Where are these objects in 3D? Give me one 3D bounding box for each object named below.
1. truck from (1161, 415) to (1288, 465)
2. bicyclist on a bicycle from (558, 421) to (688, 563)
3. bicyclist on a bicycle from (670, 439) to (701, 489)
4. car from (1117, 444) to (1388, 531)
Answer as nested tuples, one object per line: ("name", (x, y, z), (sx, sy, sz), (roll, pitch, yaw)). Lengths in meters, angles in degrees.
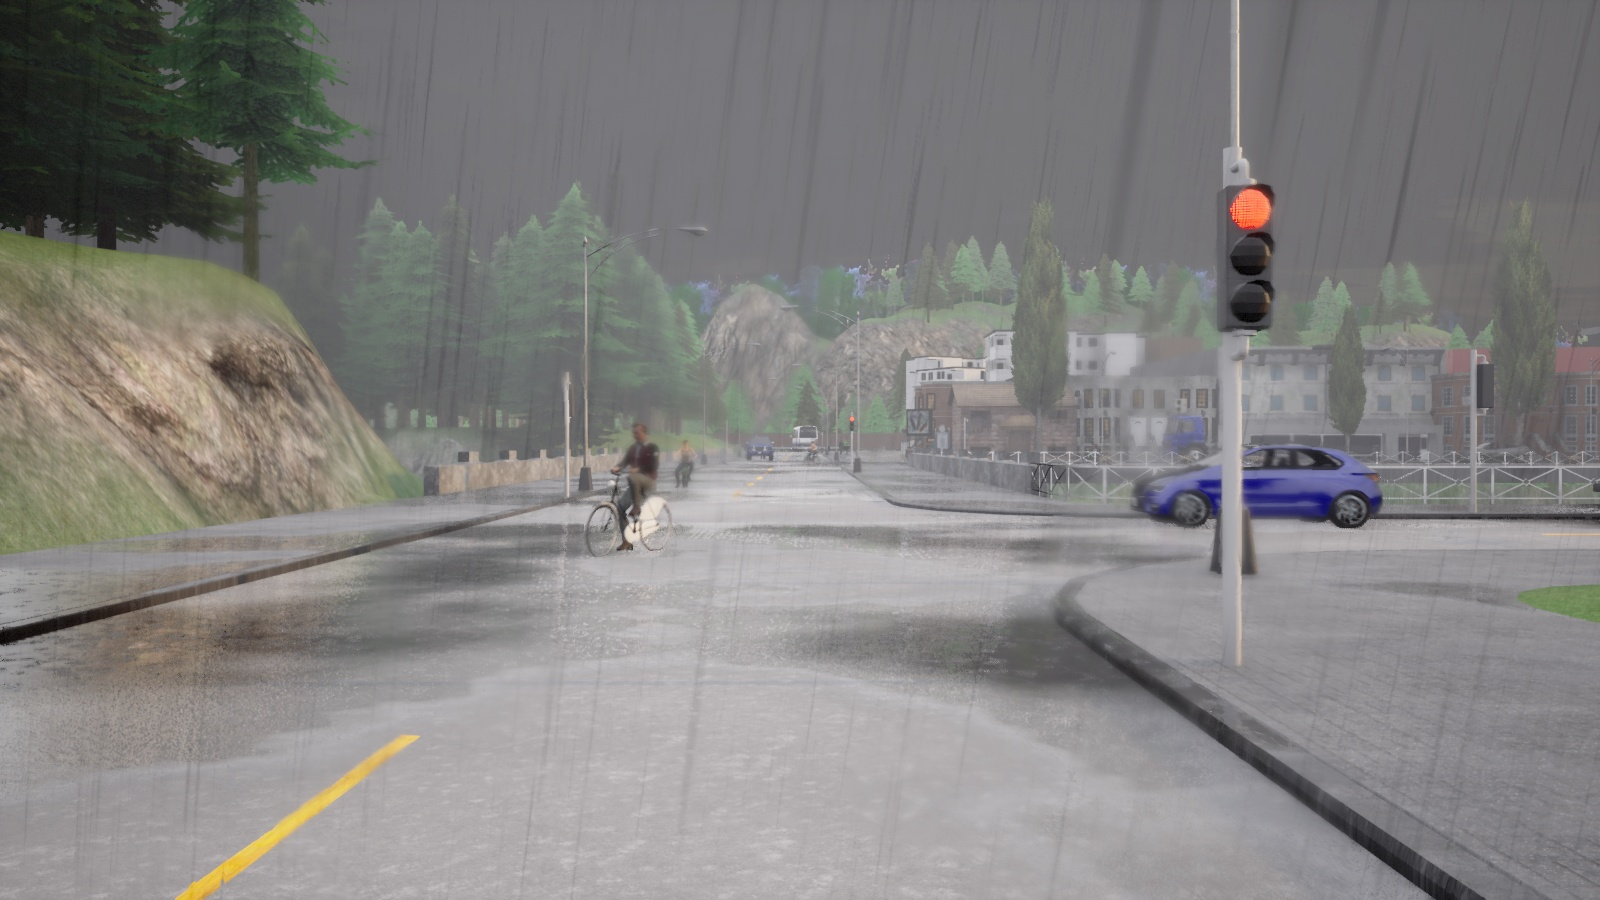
("truck", (29.647, -0.707, 87.929), (7.936, 3.462, 2.891), (0, 0, 0))
("bicyclist on a bicycle", (-2.323, 0.521, 16.663), (0.659, 1.776, 1.843), (2, 1, 31))
("bicyclist on a bicycle", (-3.753, 0.448, 41.180), (0.866, 1.612, 1.509), (0, 0, 0))
("car", (7.985, 0.640, 22.433), (4.193, 1.474, 1.816), (0, 0, 1))
